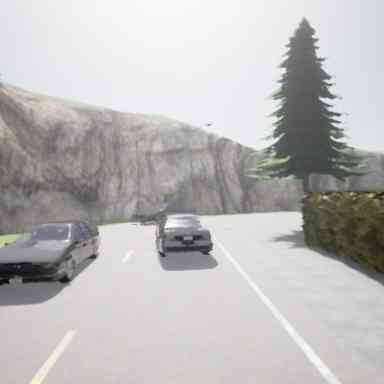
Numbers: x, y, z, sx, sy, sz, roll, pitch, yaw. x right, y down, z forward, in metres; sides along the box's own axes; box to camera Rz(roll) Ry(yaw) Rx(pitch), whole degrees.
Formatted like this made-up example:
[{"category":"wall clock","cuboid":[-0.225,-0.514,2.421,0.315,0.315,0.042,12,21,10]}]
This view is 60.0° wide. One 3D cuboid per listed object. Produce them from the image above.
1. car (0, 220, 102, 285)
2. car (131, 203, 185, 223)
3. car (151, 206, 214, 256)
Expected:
[{"category":"car","cuboid":[-4.086,1.596,10.051,2.033,1.411,5.357,-1,0,-4]},{"category":"car","cuboid":[-1.885,1.505,24.576,2.033,1.411,5.357,-1,0,41]},{"category":"car","cuboid":[-0.429,1.515,13.037,2.033,1.411,5.357,-1,0,-7]}]
